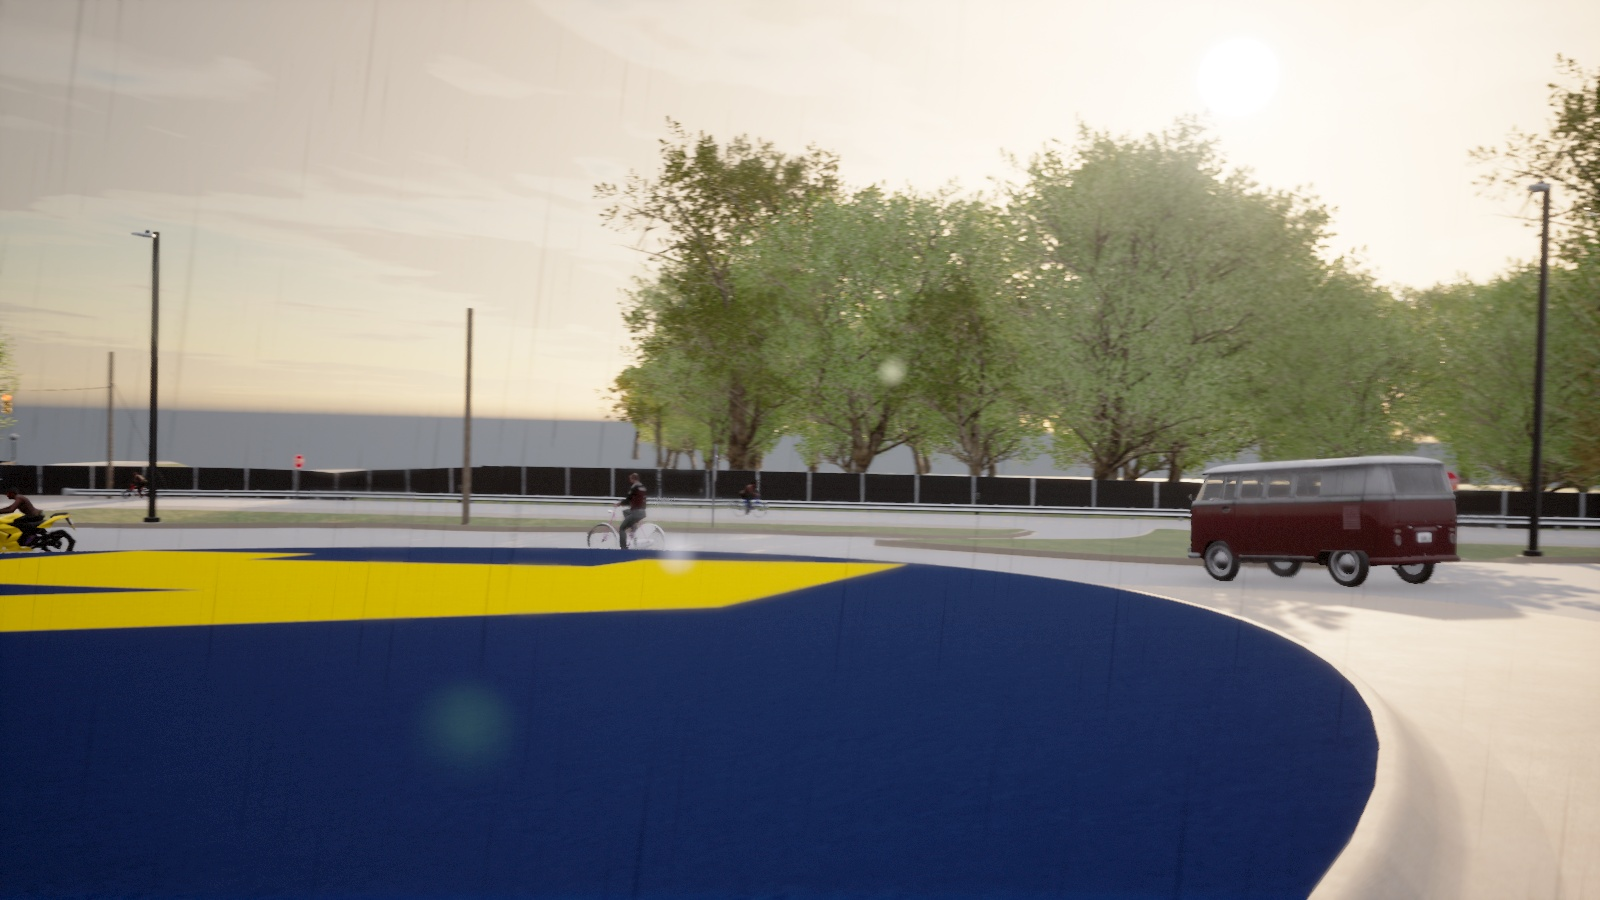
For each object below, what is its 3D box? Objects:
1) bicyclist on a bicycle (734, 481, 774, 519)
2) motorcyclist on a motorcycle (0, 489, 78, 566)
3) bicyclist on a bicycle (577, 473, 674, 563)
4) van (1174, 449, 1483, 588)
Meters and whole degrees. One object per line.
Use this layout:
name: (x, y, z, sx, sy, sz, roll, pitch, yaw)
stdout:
bicyclist on a bicycle: (-2.054, 2.207, 55.905, 1.656, 1.620, 0.582, 0, 1, 21)
motorcyclist on a motorcycle: (-16.096, 1.581, 25.865, 2.044, 1.523, 0.797, 0, -1, -25)
bicyclist on a bicycle: (-3.541, 1.361, 25.430, 1.843, 1.776, 0.659, 0, -4, 25)
van: (8.345, 1.113, 20.291, 1.775, 1.987, 4.442, 0, -4, -26)
